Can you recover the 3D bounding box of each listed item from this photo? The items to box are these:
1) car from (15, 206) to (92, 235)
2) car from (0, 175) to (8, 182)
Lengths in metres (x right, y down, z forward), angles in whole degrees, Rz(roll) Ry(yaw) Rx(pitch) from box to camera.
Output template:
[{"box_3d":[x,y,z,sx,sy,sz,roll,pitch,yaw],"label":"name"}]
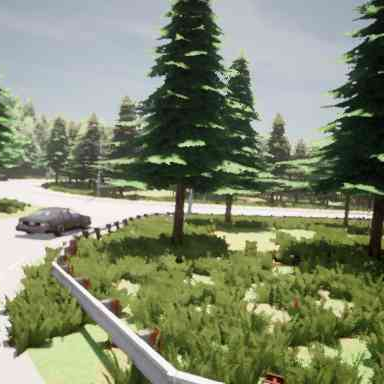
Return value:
[{"box_3d":[-7.354,1.524,18.309,2.033,1.411,5.357,4,1,6],"label":"car"},{"box_3d":[-35.968,-2.683,62.034,1.882,1.535,5.008,3,3,-14],"label":"car"}]
